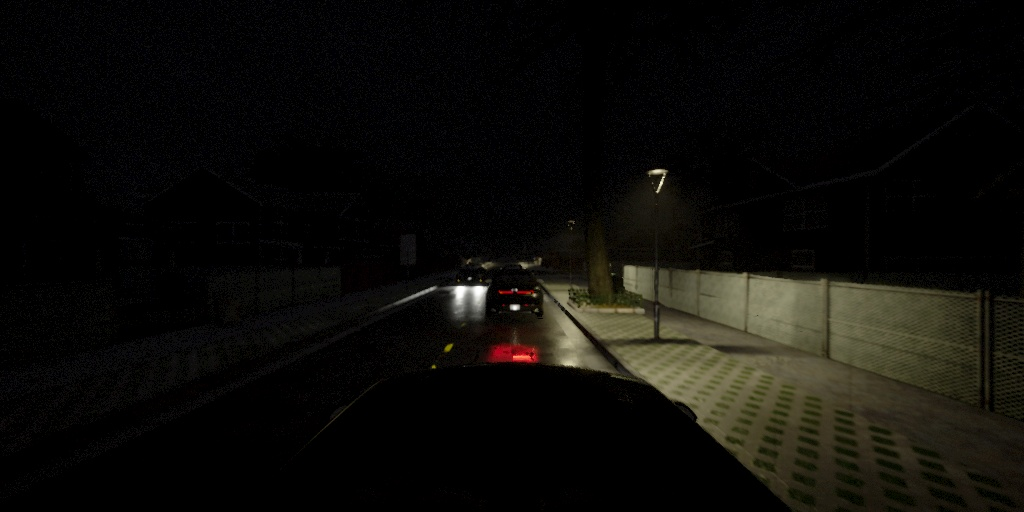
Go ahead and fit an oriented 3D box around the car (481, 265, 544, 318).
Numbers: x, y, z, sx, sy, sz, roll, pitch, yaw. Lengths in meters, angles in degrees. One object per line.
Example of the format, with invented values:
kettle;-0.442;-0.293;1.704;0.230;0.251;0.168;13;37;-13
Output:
car;0.085;1.251;12.942;1.837;1.490;4.892;0;0;0

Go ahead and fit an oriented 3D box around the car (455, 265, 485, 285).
car;-2.788;1.304;25.596;1.994;1.385;4.181;0;0;0
